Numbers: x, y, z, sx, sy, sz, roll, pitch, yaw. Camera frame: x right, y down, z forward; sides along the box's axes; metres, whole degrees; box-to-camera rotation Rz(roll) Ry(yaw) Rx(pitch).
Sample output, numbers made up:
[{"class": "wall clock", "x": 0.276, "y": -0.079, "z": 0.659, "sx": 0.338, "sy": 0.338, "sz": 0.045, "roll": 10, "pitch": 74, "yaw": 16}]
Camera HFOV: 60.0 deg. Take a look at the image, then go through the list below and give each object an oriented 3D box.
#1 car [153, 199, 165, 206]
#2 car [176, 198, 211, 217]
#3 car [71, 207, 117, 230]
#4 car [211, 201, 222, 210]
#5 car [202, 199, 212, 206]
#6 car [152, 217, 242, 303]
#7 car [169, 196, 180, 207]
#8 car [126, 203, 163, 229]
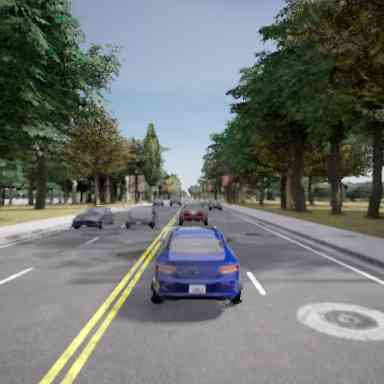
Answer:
[{"class": "car", "x": -6.509, "y": 2.071, "z": 65.485, "sx": 1.882, "sy": 1.535, "sz": 5.008, "roll": 0, "pitch": -1, "yaw": 0}, {"class": "car", "x": 0.097, "y": 1.562, "z": 25.992, "sx": 2.097, "sy": 1.767, "sz": 4.553, "roll": 0, "pitch": -1, "yaw": 0}, {"class": "car", "x": -6.600, "y": 1.732, "z": 23.059, "sx": 2.033, "sy": 1.411, "sz": 5.357, "roll": 0, "pitch": 0, "yaw": 0}, {"class": "car", "x": 3.348, "y": 1.973, "z": 49.457, "sx": 2.033, "sy": 1.411, "sz": 5.357, "roll": 0, "pitch": -1, "yaw": 0}, {"class": "car", "x": 3.251, "y": 2.282, "z": 73.102, "sx": 1.895, "sy": 1.301, "sz": 4.718, "roll": 0, "pitch": -1, "yaw": 0}, {"class": "car", "x": 0.098, "y": 1.589, "z": 8.252, "sx": 1.812, "sy": 1.442, "sz": 4.674, "roll": 0, "pitch": 0, "yaw": 0}, {"class": "car", "x": -3.256, "y": 1.817, "z": 65.454, "sx": 2.150, "sy": 2.045, "sz": 5.566, "roll": 0, "pitch": -1, "yaw": 0}, {"class": "car", "x": -3.349, "y": 1.711, "z": 23.136, "sx": 1.812, "sy": 1.442, "sz": 4.674, "roll": 0, "pitch": 0, "yaw": 0}]
